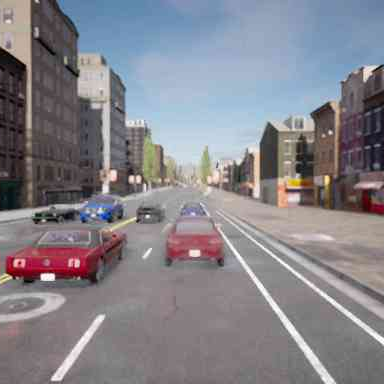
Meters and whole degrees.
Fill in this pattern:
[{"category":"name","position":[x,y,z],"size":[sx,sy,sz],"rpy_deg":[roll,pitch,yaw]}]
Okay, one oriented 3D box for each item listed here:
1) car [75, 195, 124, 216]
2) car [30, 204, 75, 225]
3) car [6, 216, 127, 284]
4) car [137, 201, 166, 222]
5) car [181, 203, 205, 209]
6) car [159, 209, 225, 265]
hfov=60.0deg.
[{"category":"car","position":[-6.606,1.221,25.046],"size":[2.150,2.045,5.566],"rpy_deg":[0,0,0]},{"category":"car","position":[-9.857,1.599,24.319],"size":[1.895,1.301,4.718],"rpy_deg":[0,0,0]},{"category":"car","position":[-3.169,1.599,9.568],"size":[1.895,1.301,4.718],"rpy_deg":[0,0,0]},{"category":"car","position":[-3.168,1.500,26.266],"size":[1.837,1.490,4.892],"rpy_deg":[0,0,0]},{"category":"car","position":[0.082,1.558,26.641],"size":[1.994,1.385,4.181],"rpy_deg":[0,0,0]},{"category":"car","position":[0.084,1.525,11.498],"size":[1.812,1.442,4.674],"rpy_deg":[0,0,0]}]
